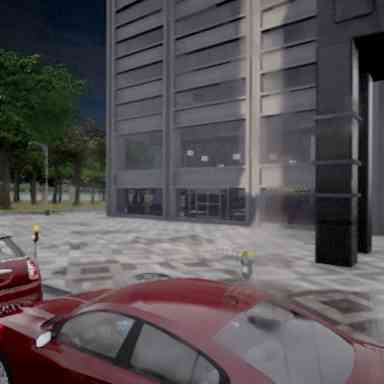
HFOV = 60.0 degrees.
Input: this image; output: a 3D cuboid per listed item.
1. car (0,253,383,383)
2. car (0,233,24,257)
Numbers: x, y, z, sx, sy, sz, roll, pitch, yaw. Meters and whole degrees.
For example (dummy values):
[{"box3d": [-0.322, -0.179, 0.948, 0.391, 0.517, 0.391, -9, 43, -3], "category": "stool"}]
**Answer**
[{"box3d": [-0.291, 1.536, 3.169, 4.507, 1.381, 1.887, 0, 0, 35], "category": "car"}, {"box3d": [-4.718, 1.410, 6.324, 4.097, 1.590, 1.967, 0, 0, 35], "category": "car"}]
